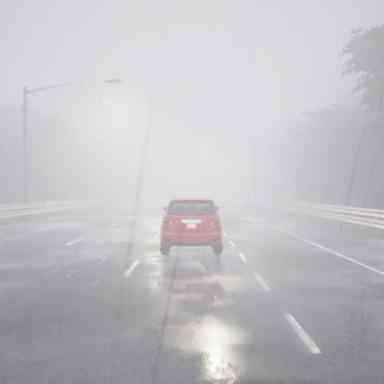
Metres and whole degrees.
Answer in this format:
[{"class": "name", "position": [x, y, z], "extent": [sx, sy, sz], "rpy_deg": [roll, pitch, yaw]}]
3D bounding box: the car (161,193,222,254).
[{"class": "car", "position": [-0.019, 1.203, 13.597], "extent": [2.150, 2.045, 5.566], "rpy_deg": [0, 0, 0]}]

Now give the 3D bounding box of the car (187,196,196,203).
[{"class": "car", "position": [-0.077, 1.439, 64.942], "extent": [1.812, 1.442, 4.674], "rpy_deg": [0, 0, 0]}]

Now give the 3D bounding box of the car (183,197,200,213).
[{"class": "car", "position": [-0.048, 1.427, 37.822], "extent": [1.882, 1.535, 5.008], "rpy_deg": [0, 0, 0]}]

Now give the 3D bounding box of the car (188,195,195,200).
[{"class": "car", "position": [-0.108, 1.479, 91.135], "extent": [1.895, 1.301, 4.718], "rpy_deg": [0, 0, 0]}]
